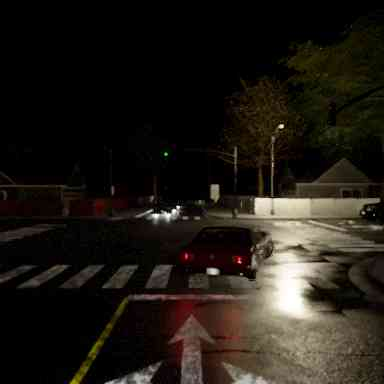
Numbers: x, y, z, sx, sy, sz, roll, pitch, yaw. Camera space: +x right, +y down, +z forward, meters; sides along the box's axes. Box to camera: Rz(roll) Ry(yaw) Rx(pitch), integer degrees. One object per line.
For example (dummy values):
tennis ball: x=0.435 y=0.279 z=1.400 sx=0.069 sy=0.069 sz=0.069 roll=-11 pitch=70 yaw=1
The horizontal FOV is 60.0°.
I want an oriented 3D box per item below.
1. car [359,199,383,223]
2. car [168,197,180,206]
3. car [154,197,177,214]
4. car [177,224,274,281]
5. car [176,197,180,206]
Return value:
car: x=15.192 y=1.154 z=24.099 sx=5.566 sy=2.045 sz=2.150 roll=0 pitch=0 yaw=0
car: x=-3.076 y=1.628 z=57.778 sx=1.837 sy=1.490 sz=4.892 roll=0 pitch=0 yaw=0
car: x=-3.116 y=1.620 z=37.453 sx=2.033 sy=1.411 sz=5.357 roll=0 pitch=0 yaw=0
car: x=1.251 y=1.612 z=10.083 sx=1.895 sy=1.301 sz=4.718 roll=0 pitch=0 yaw=20
car: x=-3.125 y=1.588 z=47.416 sx=2.128 sy=1.511 sz=4.902 roll=0 pitch=0 yaw=0
